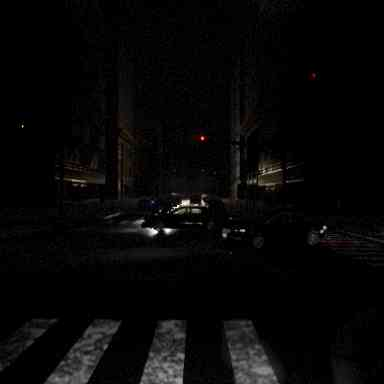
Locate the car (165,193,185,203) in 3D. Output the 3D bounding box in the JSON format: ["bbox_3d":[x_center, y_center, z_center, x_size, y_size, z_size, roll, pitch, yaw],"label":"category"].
[{"bbox_3d":[-2.641,1.335,52.041,2.097,1.767,4.553,0,0,1],"label":"car"}]

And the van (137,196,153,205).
[{"bbox_3d":[-5.533,1.335,40.385,1.690,1.788,3.998,0,0,1],"label":"van"}]

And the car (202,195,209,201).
[{"bbox_3d":[3.403,1.503,85.499,1.802,1.307,4.206,0,0,1],"label":"car"}]

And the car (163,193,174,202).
[{"bbox_3d":[-5.223,1.261,74.276,2.192,1.841,5.009,0,0,1],"label":"car"}]

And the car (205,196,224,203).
[{"bbox_3d":[2.991,1.560,40.308,1.947,1.339,4.313,0,0,1],"label":"car"}]

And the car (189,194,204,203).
[{"bbox_3d":[0.544,1.483,54.066,1.837,1.490,4.892,0,-1,1],"label":"car"}]

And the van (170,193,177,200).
[{"bbox_3d":[-5.068,1.249,91.221,1.690,1.788,3.998,0,0,1],"label":"van"}]

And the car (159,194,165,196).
[{"bbox_3d":[-5.379,1.416,57.331,1.967,1.590,4.097,0,0,1],"label":"car"}]

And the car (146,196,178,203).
[{"bbox_3d":[-2.837,1.490,32.857,2.128,1.511,4.902,0,0,1],"label":"car"}]

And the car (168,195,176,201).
[{"bbox_3d":[-5.121,1.466,85.573,1.887,1.381,4.507,0,0,1],"label":"car"}]

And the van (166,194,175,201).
[{"bbox_3d":[-5.171,1.275,79.925,1.690,1.788,3.998,0,0,1],"label":"van"}]

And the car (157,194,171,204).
[{"bbox_3d":[-5.326,1.283,62.979,2.192,1.841,5.009,0,0,1],"label":"car"}]

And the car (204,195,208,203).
[{"bbox_3d":[3.145,1.558,57.255,1.802,1.307,4.206,0,0,1],"label":"car"}]

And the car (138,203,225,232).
[{"bbox_3d":[-0.242,1.549,19.637,5.357,1.411,2.033,0,0,0],"label":"car"}]

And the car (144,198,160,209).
[{"bbox_3d":[-5.483,1.571,46.034,1.802,1.307,4.206,0,0,1],"label":"car"}]

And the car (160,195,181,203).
[{"bbox_3d":[-2.750,1.470,42.296,1.882,1.535,5.008,0,0,1],"label":"car"}]

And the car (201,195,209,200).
[{"bbox_3d":[3.455,1.459,91.147,2.008,1.369,4.403,0,0,1],"label":"car"}]

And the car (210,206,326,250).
[{"bbox_3d":[3.556,1.541,14.465,4.902,1.511,2.128,1,0,-24],"label":"car"}]
